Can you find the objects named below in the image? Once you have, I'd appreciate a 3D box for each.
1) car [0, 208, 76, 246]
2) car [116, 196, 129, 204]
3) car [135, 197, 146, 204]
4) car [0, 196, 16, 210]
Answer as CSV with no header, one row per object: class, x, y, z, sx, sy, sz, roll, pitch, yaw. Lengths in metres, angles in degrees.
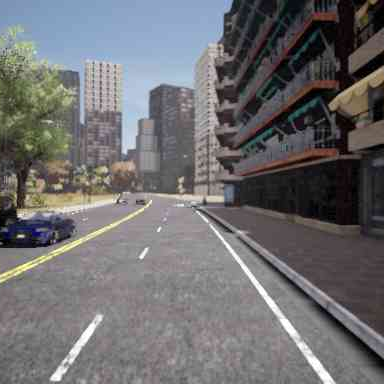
car,-6.802,1.548,15.123,1.994,1.385,4.181,0,0,-1
car,-12.551,1.428,60.083,2.128,1.511,4.902,0,0,-5
car,-9.312,1.529,60.352,1.895,1.301,4.718,0,0,-5
car,-10.035,1.208,15.079,2.150,2.045,5.566,0,0,-1
